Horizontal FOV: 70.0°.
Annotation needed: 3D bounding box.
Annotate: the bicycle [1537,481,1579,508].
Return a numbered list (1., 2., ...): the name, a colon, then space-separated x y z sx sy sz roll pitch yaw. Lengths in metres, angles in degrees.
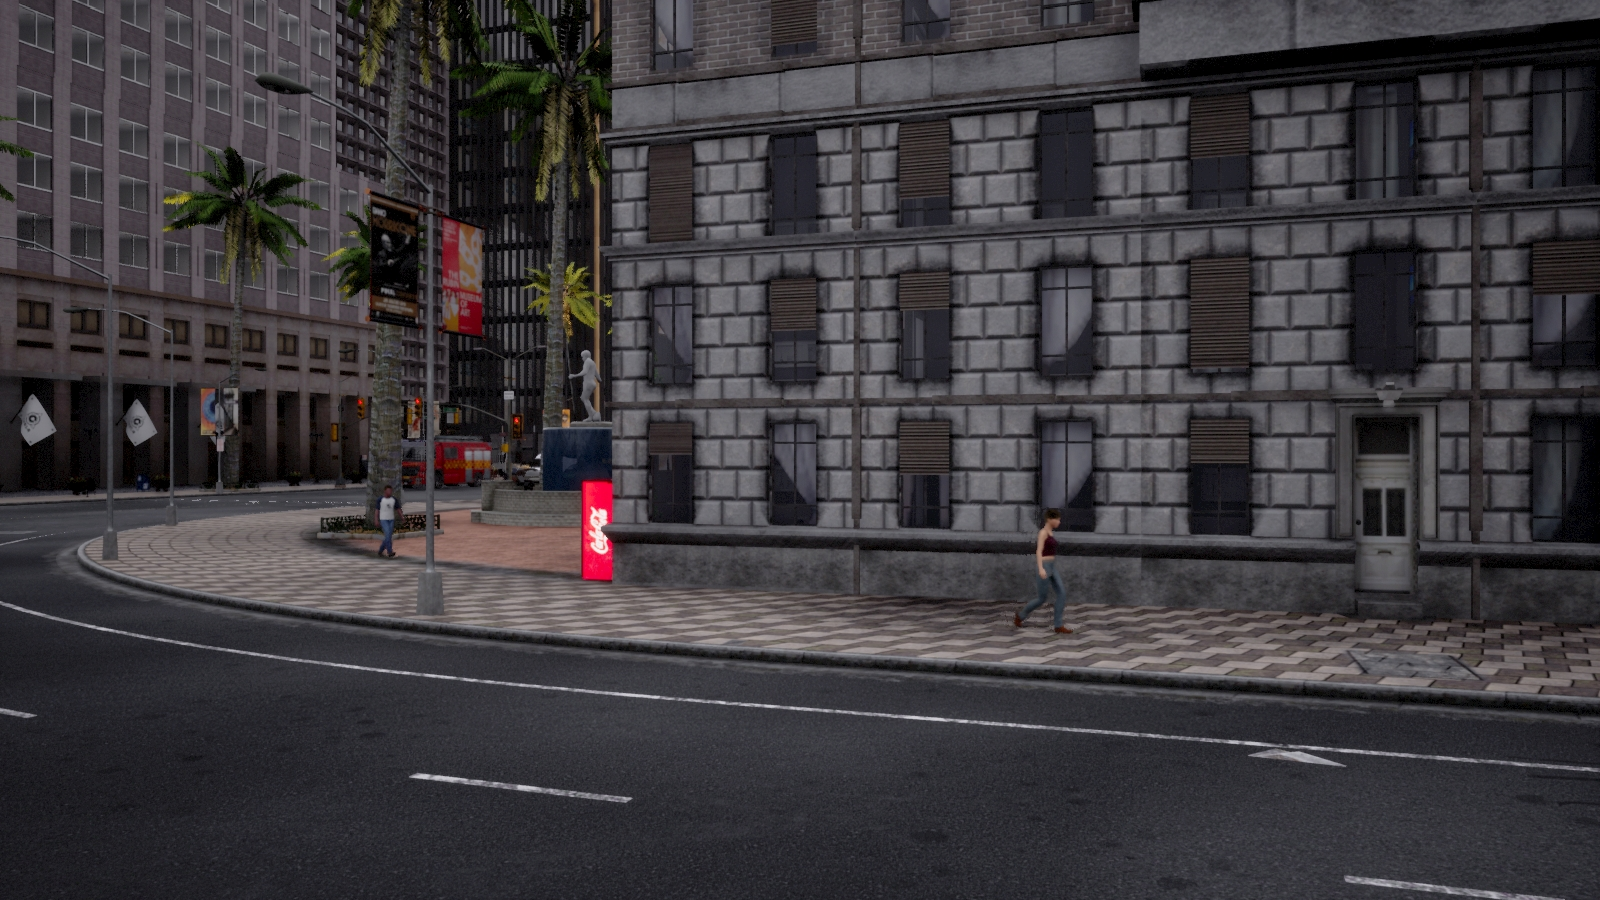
1. bicycle: 38.778 2.261 58.469 0.329 1.171 1.835 4 2 -21

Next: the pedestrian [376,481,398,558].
1. pedestrian: -10.141 1.696 28.049 0.375 1.860 0.375 0 0 -43

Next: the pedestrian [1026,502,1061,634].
1. pedestrian: 3.536 1.696 16.573 0.375 1.860 0.375 0 0 35
